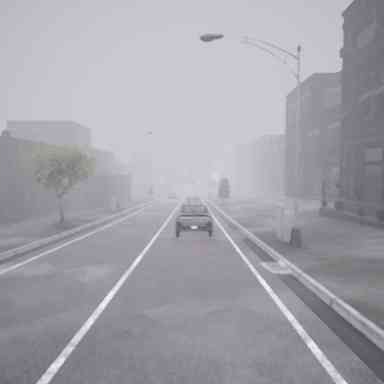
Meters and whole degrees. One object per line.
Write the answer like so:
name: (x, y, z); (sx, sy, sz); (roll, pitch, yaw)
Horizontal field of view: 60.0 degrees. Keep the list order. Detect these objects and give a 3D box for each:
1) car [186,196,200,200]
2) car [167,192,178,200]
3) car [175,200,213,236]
car: (0.099, 1.172, 36.127); (2.033, 1.411, 5.357); (0, 1, 0)
car: (-3.494, 0.694, 62.027); (2.033, 1.411, 5.357); (0, 1, 1)
car: (0.100, 1.391, 17.716); (2.128, 1.511, 4.902); (0, 1, 0)
